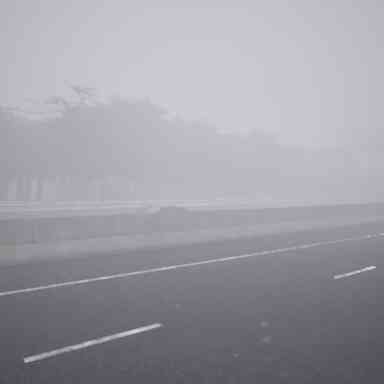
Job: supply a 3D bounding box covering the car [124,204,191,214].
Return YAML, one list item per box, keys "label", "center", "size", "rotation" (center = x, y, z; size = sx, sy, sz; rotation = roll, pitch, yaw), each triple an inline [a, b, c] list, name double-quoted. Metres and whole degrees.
- label: "car"
  center: [-1.773, 1.512, 19.838]
  size: [4.674, 1.442, 1.812]
  rotation: [0, 0, -35]

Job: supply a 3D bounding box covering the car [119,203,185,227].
- label: "car"
  center: [-2.792, 1.548, 23.395]
  size: [4.181, 1.385, 1.994]
  rotation: [0, 0, -35]
